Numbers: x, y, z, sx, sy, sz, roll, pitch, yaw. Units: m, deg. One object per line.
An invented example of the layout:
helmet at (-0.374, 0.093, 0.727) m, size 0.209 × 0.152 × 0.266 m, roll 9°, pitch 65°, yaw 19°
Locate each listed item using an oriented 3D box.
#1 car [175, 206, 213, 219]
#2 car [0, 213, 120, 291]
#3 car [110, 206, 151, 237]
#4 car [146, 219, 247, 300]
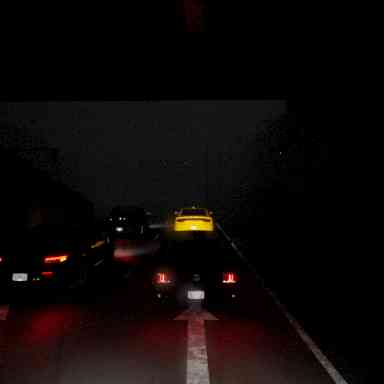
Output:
car at (0.087, 1.478, 17.665) m, size 1.882 × 1.535 × 5.008 m, roll 0°, pitch 0°, yaw 0°
car at (-3.418, 1.526, 8.913) m, size 1.812 × 1.442 × 4.674 m, roll 0°, pitch 0°, yaw 0°
car at (-3.414, 1.505, 18.072) m, size 1.837 × 1.490 × 4.892 m, roll 0°, pitch 0°, yaw 0°
car at (0.085, 1.601, 8.322) m, size 1.895 × 1.301 × 4.718 m, roll 0°, pitch 0°, yaw 0°
